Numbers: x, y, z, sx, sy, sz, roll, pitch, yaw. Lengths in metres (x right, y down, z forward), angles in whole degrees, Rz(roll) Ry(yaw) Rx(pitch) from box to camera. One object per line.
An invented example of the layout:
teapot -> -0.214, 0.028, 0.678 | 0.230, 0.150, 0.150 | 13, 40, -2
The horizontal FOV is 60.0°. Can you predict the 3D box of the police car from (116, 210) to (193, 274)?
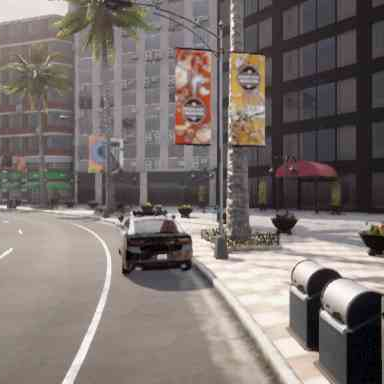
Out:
police car -> -1.379, 1.413, 10.782 | 1.930, 1.638, 5.238 | 0, 0, -14
